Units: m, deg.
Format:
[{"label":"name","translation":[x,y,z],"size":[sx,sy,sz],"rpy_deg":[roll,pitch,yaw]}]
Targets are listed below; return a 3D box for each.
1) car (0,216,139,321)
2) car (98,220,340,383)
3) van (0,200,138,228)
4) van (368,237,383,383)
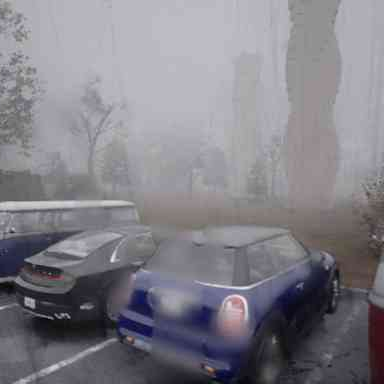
[{"label":"car","translation":[-1.128,1.461,7.172],"size":[2.231,1.521,4.892],"rpy_deg":[0,0,36]},{"label":"car","translation":[0.997,1.347,5.624],"size":[2.185,1.767,4.553],"rpy_deg":[0,0,36]},{"label":"van","translation":[-3.435,1.218,8.683],"size":[1.878,1.987,4.442],"rpy_deg":[1,0,36]},{"label":"van","translation":[3.431,1.255,4.069],"size":[1.878,1.987,4.442],"rpy_deg":[0,0,36]}]
